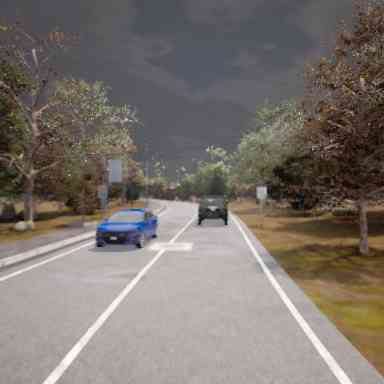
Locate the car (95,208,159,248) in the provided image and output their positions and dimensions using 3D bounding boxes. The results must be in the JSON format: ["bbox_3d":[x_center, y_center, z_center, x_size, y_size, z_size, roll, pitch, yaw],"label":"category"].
[{"bbox_3d":[-2.757,1.509,15.087,1.882,1.535,5.008,0,0,5],"label":"car"}]

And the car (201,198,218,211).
[{"bbox_3d":[2.200,1.579,43.976,1.882,1.535,5.008,0,0,-1],"label":"car"}]

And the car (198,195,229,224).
[{"bbox_3d":[1.621,1.269,25.173,2.150,2.045,5.566,0,0,5],"label":"car"}]
